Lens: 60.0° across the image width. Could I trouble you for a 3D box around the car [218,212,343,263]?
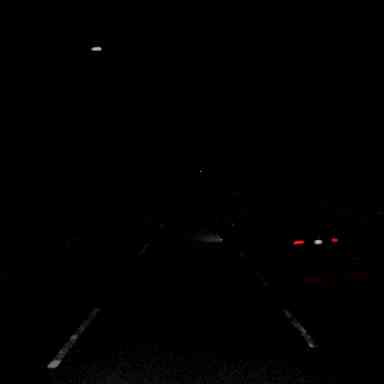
[{"bbox_3d":[2.717,1.423,11.655,2.033,1.411,5.357,0,1,-19],"label":"car"}]
